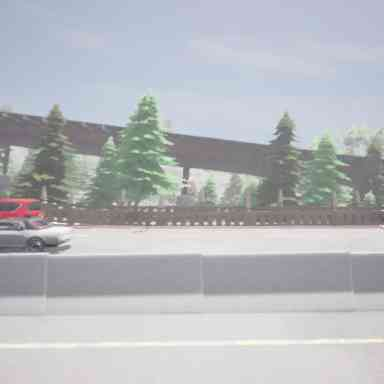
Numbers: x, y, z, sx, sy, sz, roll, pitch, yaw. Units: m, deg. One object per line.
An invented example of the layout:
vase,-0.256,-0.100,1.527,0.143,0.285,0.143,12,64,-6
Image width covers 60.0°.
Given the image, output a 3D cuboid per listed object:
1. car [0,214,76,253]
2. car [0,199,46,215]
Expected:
car,-7.411,1.737,13.652,4.718,1.301,1.895,1,-1,-2
car,-10.410,1.350,17.037,5.566,2.045,2.150,1,-1,-2
